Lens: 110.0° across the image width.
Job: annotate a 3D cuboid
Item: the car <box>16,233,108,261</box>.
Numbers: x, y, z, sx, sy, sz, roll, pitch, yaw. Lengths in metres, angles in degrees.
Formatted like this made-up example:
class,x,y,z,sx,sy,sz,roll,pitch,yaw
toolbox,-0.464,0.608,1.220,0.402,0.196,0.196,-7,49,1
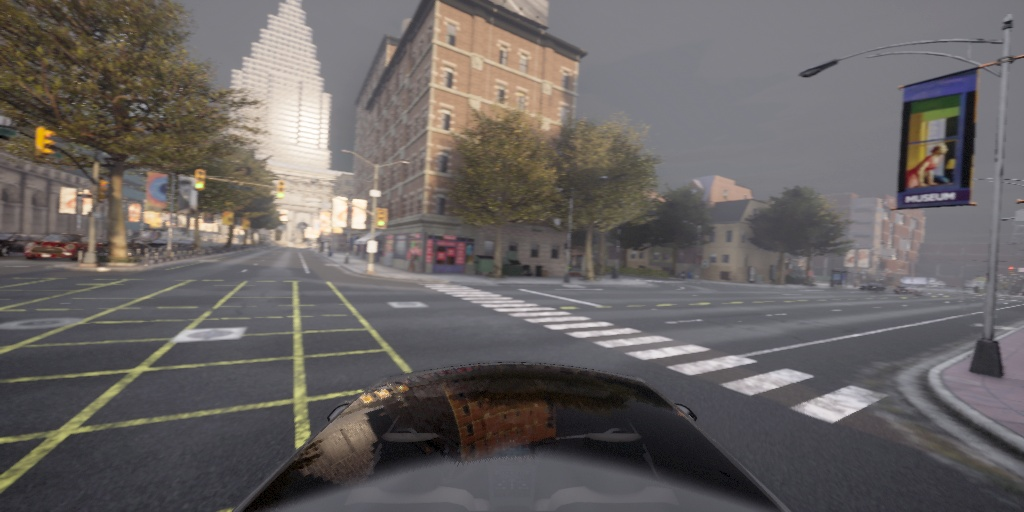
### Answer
class,x,y,z,sx,sy,sz,roll,pitch,yaw
car,-28.571,-0.670,23.068,2.097,1.767,4.553,3,0,-31

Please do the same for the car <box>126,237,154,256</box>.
class,x,y,z,sx,sy,sz,roll,pitch,yaw
car,-33.193,-0.833,30.808,1.882,1.535,5.008,3,0,-31

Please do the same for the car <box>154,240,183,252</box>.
class,x,y,z,sx,sy,sz,roll,pitch,yaw
car,-38.363,-1.070,39.381,1.994,1.385,4.181,3,0,-31

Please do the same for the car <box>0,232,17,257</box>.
class,x,y,z,sx,sy,sz,roll,pitch,yaw
car,-32.515,-0.772,22.846,2.128,1.511,4.902,3,0,-31
